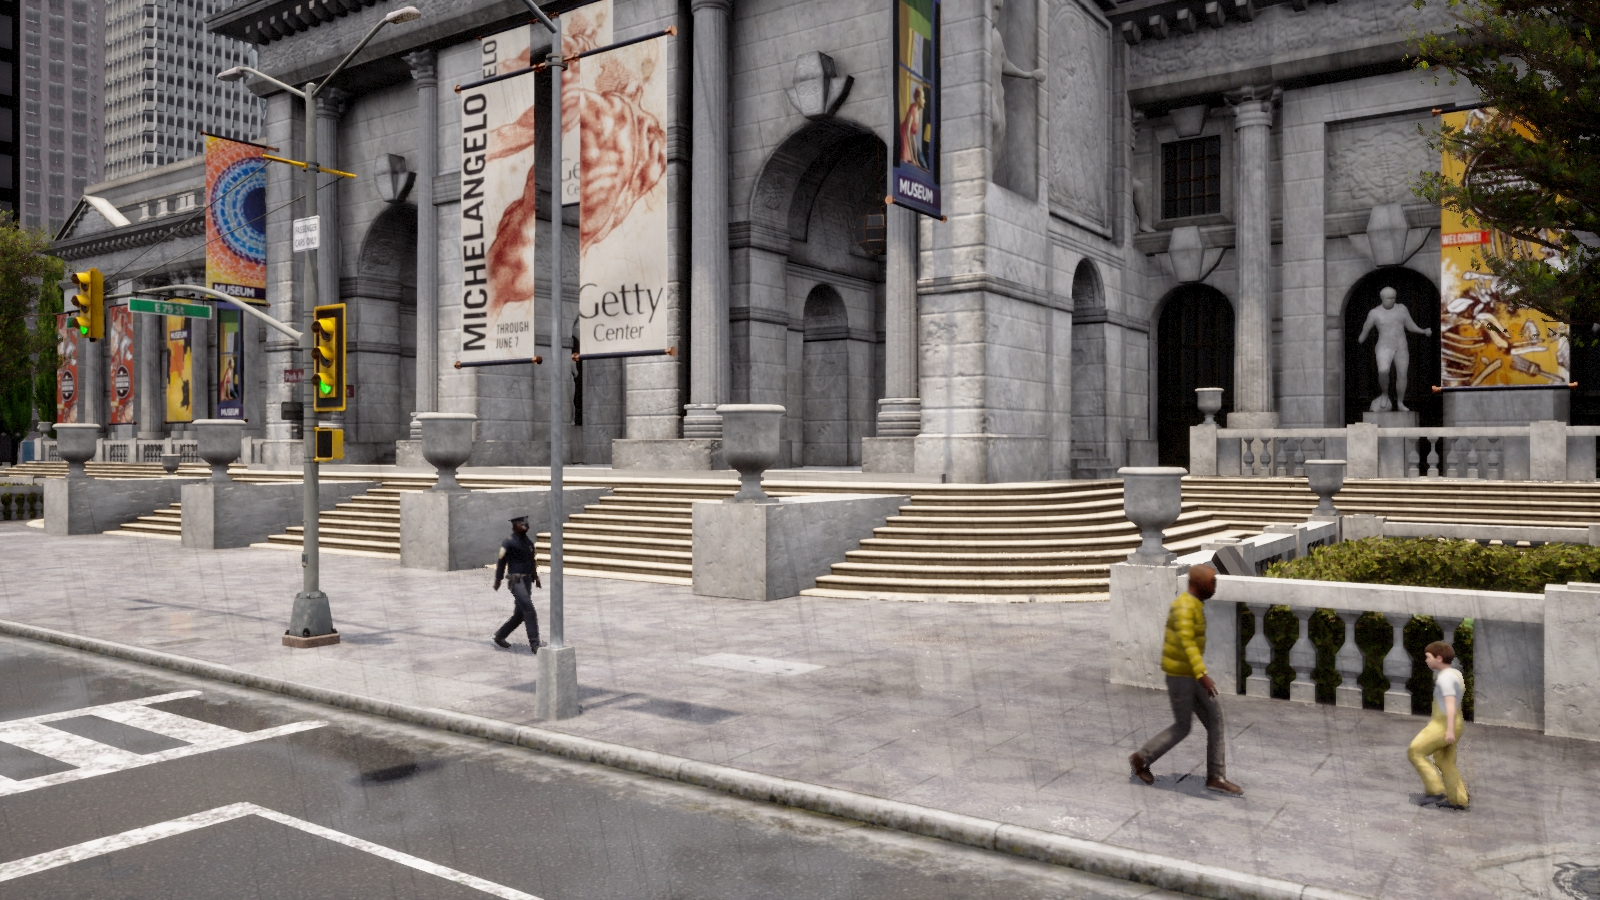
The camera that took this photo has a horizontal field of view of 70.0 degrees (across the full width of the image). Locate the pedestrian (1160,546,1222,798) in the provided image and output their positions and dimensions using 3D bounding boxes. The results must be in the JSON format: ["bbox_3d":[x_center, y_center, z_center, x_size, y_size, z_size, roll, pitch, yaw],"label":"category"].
[{"bbox_3d":[3.040,1.695,8.883,0.375,1.860,0.375,0,0,33],"label":"pedestrian"}]

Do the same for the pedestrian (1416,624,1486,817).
[{"bbox_3d":[4.803,1.975,8.429,0.375,1.300,0.375,0,0,42],"label":"pedestrian"}]

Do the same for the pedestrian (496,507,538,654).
[{"bbox_3d":[-3.706,1.691,14.951,0.375,1.860,0.375,0,0,33],"label":"pedestrian"}]
